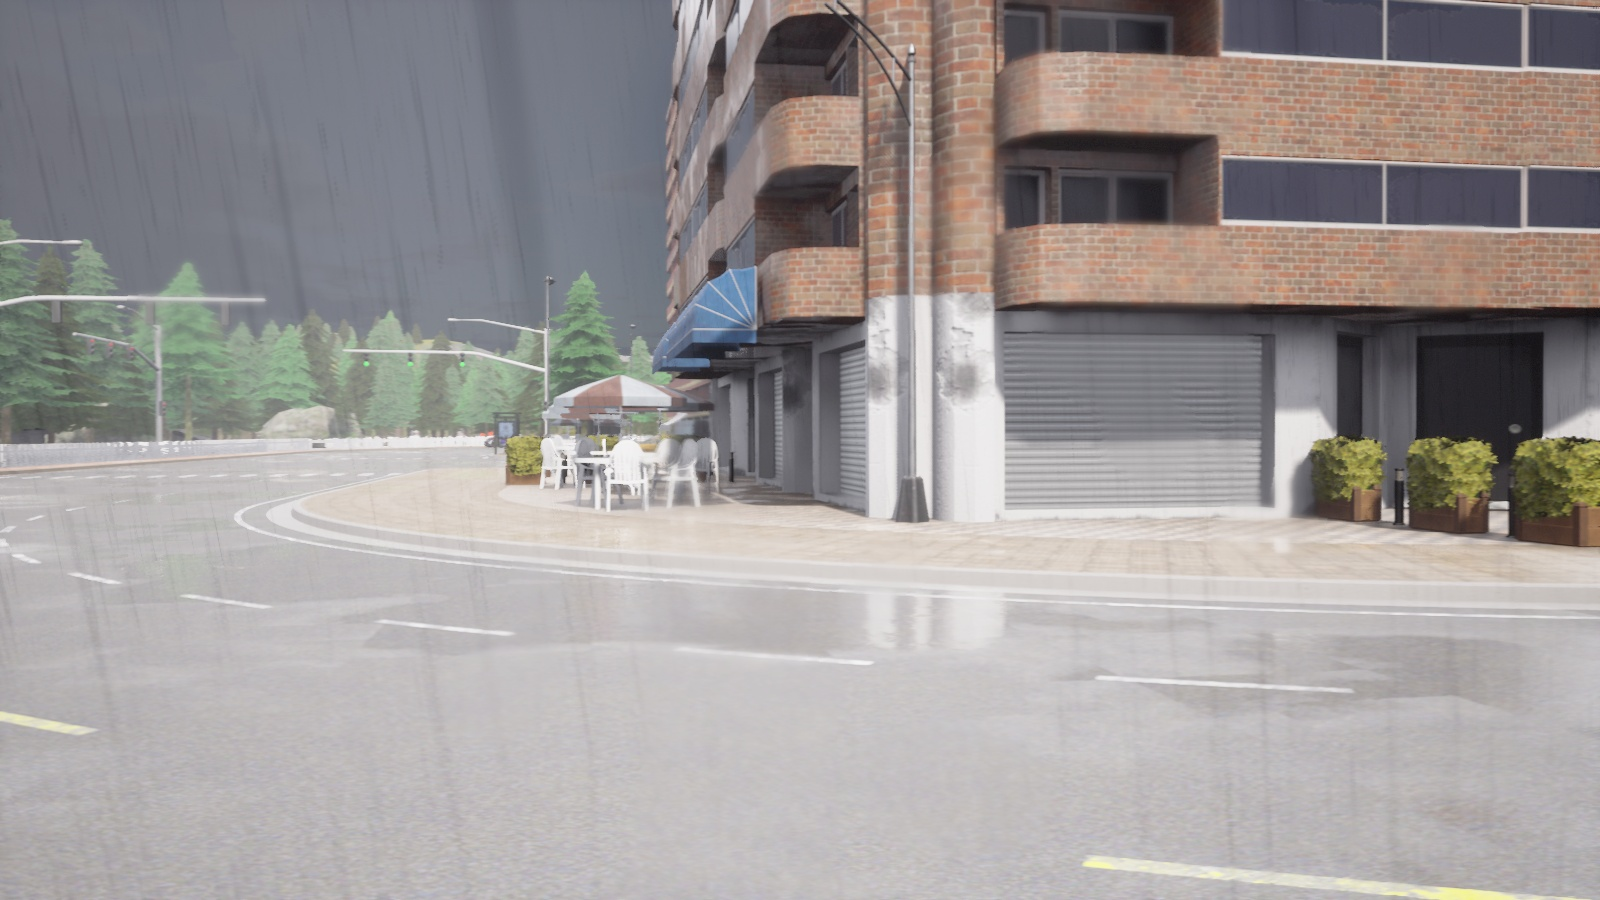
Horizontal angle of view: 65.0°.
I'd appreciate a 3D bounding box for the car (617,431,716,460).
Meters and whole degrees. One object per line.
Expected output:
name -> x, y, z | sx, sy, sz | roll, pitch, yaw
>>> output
car -> -7.405, -0.239, 69.717 | 5.366, 1.575, 1.801 | 0, 1, -9
